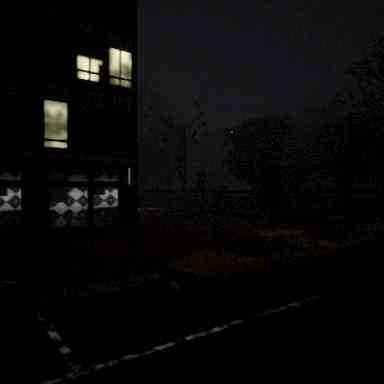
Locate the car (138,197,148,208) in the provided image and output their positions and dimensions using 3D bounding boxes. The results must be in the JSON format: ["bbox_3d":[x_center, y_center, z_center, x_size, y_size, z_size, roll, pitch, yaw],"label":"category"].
[{"bbox_3d":[-7.953,1.485,47.235,1.812,1.442,4.674,0,0,-34],"label":"car"}]

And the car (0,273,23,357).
[{"bbox_3d":[-4.246,1.577,3.628,4.313,1.339,1.947,-1,1,-35],"label":"car"}]

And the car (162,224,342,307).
[{"bbox_3d":[1.616,1.482,7.866,4.829,1.417,1.752,-1,1,-35],"label":"car"}]
